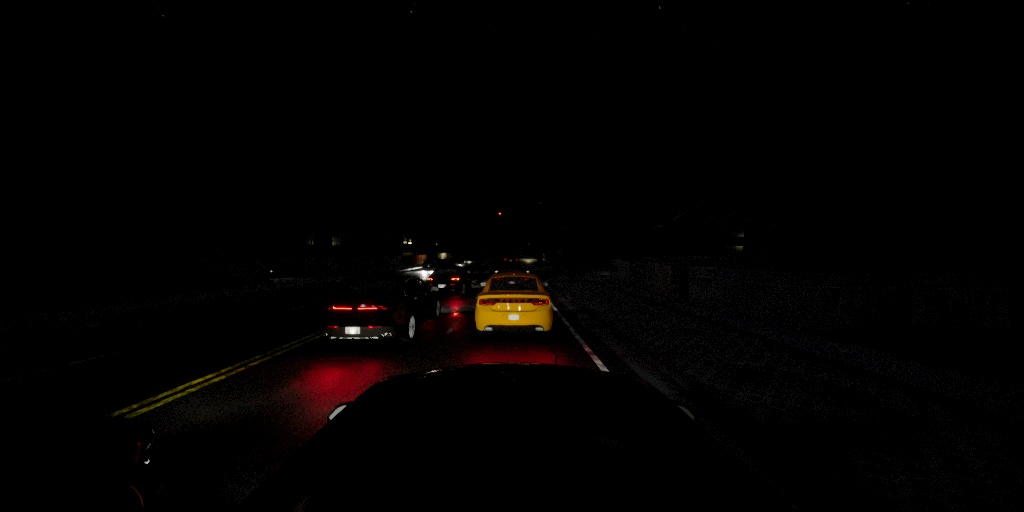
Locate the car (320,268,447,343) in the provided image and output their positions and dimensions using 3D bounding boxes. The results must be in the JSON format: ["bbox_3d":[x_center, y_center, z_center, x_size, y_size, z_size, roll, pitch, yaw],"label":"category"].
[{"bbox_3d":[-3.190,1.239,9.615,1.837,1.490,4.892,0,0,0],"label":"car"}]

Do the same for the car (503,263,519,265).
[{"bbox_3d":[0.008,1.247,19.388,1.994,1.385,4.181,0,0,1],"label":"car"}]

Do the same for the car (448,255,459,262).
[{"bbox_3d":[-9.932,0.894,55.175,1.994,1.385,4.181,0,1,0],"label":"car"}]

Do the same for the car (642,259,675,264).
[{"bbox_3d":[13.058,1.009,34.540,5.357,1.411,2.033,-1,1,-4],"label":"car"}]

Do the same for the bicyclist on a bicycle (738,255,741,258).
[{"bbox_3d":[18.405,0.782,28.817,0.582,1.620,1.656,0,0,-2],"label":"bicyclist on a bicycle"}]

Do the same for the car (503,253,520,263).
[{"bbox_3d":[-0.080,0.623,49.157,2.150,2.045,5.566,0,1,1],"label":"car"}]

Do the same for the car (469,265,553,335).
[{"bbox_3d":[0.062,1.209,10.499,1.882,1.535,5.008,0,0,0],"label":"car"}]

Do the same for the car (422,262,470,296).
[{"bbox_3d":[-3.248,1.212,18.924,1.812,1.442,4.674,0,0,1],"label":"car"}]

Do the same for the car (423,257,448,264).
[{"bbox_3d":[-9.919,0.932,45.183,2.128,1.511,4.902,0,1,0],"label":"car"}]

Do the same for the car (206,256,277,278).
[{"bbox_3d":[-23.643,0.992,31.204,5.566,2.045,2.150,0,1,2],"label":"car"}]

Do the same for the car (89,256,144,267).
[{"bbox_3d":[-34.372,1.061,31.806,5.566,2.045,2.150,0,1,4],"label":"car"}]

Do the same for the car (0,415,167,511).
[{"bbox_3d":[-3.149,1.228,0.205,1.882,1.535,5.008,0,0,0],"label":"car"}]
